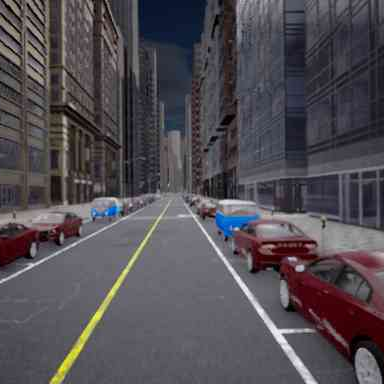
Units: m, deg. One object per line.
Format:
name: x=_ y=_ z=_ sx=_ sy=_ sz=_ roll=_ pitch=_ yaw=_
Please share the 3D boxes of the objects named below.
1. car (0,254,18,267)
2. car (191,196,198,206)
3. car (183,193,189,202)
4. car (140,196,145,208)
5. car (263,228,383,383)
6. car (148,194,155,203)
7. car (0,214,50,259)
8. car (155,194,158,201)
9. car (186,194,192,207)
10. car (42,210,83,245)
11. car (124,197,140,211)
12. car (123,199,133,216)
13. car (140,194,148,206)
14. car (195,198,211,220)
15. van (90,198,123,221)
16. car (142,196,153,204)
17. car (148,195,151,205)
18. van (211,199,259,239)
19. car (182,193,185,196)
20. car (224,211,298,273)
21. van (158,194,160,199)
car: x=-3.001 y=1.519 z=1.355 sx=2.128 sy=1.511 sz=4.902 roll=-1 pitch=0 yaw=-3
car: x=1.292 y=1.375 z=32.780 sx=1.967 sy=1.590 sz=4.097 roll=0 pitch=0 yaw=-3
car: x=-0.289 y=1.464 z=66.356 sx=1.947 sy=1.339 sz=4.313 roll=0 pitch=0 yaw=-3
car: x=-7.749 y=1.571 z=43.560 sx=1.947 sy=1.339 sz=4.313 roll=0 pitch=0 yaw=-3
car: x=2.610 y=1.511 z=4.800 sx=1.887 sy=1.381 sz=4.507 roll=0 pitch=0 yaw=-3
car: x=-8.541 y=1.302 z=60.346 sx=2.192 sy=1.841 sz=5.009 roll=0 pitch=0 yaw=-3
car: x=-6.169 y=1.588 z=9.986 sx=1.887 sy=1.381 sz=4.507 roll=0 pitch=0 yaw=-3
car: x=-9.068 y=1.292 z=71.538 sx=2.192 sy=1.841 sz=5.009 roll=0 pitch=0 yaw=-3
car: x=0.502 y=1.461 z=49.568 sx=1.887 sy=1.381 sz=4.507 roll=0 pitch=0 yaw=-3
car: x=-6.432 y=1.582 z=15.583 sx=1.887 sy=1.381 sz=4.507 roll=0 pitch=0 yaw=-3
car: x=-7.487 y=1.452 z=37.965 sx=1.967 sy=1.590 sz=4.097 roll=0 pitch=0 yaw=-3
car: x=-7.222 y=1.600 z=32.369 sx=1.802 sy=1.307 sz=4.206 roll=0 pitch=0 yaw=-3
car: x=-8.014 y=1.439 z=49.155 sx=1.967 sy=1.590 sz=4.097 roll=0 pitch=0 yaw=-3
car: x=1.556 y=1.486 z=27.185 sx=1.887 sy=1.381 sz=4.507 roll=0 pitch=0 yaw=-3
van: x=-6.961 y=1.365 z=26.774 sx=1.690 sy=1.788 sz=3.998 roll=0 pitch=0 yaw=-3
car: x=-8.803 y=1.564 z=65.942 sx=1.802 sy=1.307 sz=4.206 roll=0 pitch=0 yaw=-3
car: x=-8.276 y=1.559 z=54.751 sx=1.947 sy=1.339 sz=4.313 roll=0 pitch=0 yaw=-3
van: x=2.082 y=1.295 z=15.991 sx=1.690 sy=1.788 sz=3.998 roll=0 pitch=0 yaw=-3
car: x=-0.816 y=1.440 z=77.547 sx=2.008 sy=1.369 sz=4.403 roll=0 pitch=0 yaw=-3
car: x=2.346 y=1.505 z=10.396 sx=1.887 sy=1.381 sz=4.507 roll=0 pitch=0 yaw=-3
van: x=-9.595 y=1.310 z=82.728 sx=1.690 sy=1.788 sz=3.998 roll=0 pitch=0 yaw=-3
